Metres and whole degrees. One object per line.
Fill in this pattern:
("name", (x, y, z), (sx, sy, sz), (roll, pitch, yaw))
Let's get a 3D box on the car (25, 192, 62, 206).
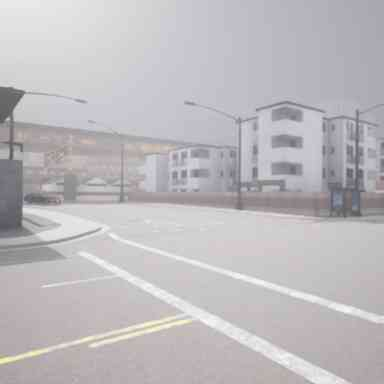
("car", (-17.829, 0.796, 39.896), (4.902, 1.511, 2.128), (2, 0, 27))
